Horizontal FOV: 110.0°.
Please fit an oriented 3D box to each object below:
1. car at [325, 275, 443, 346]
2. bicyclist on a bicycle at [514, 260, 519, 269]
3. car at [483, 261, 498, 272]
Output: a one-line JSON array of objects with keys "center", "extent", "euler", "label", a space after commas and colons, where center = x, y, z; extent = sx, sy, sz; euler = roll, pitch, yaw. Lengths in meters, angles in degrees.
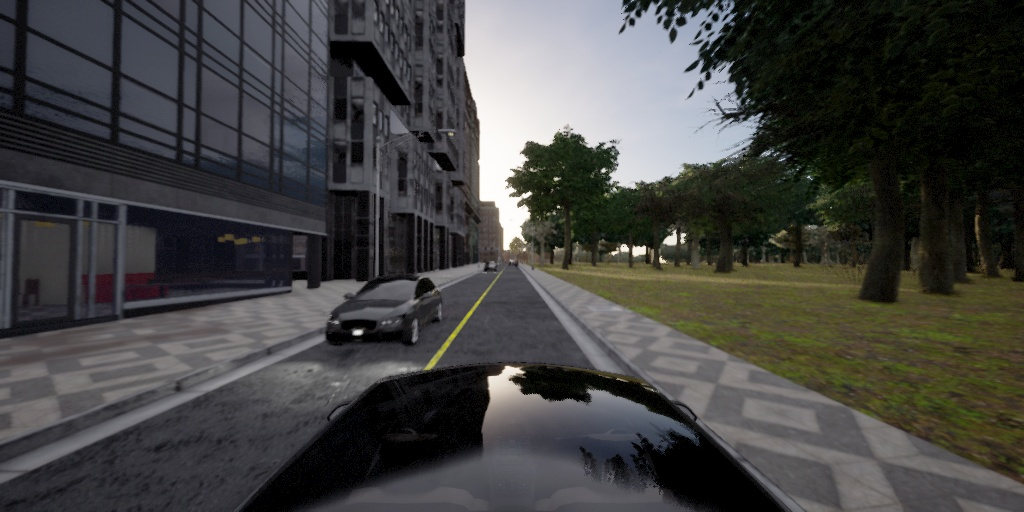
[{"center": [-3.100, 1.296, 9.644], "extent": [1.837, 1.490, 4.892], "euler": [0, 0, 0], "label": "car"}, {"center": [0.820, 1.538, 57.838], "extent": [0.582, 1.620, 1.656], "euler": [0, -1, 0], "label": "bicyclist on a bicycle"}, {"center": [-3.067, 1.549, 52.129], "extent": [1.837, 1.490, 4.892], "euler": [0, 0, 0], "label": "car"}]
